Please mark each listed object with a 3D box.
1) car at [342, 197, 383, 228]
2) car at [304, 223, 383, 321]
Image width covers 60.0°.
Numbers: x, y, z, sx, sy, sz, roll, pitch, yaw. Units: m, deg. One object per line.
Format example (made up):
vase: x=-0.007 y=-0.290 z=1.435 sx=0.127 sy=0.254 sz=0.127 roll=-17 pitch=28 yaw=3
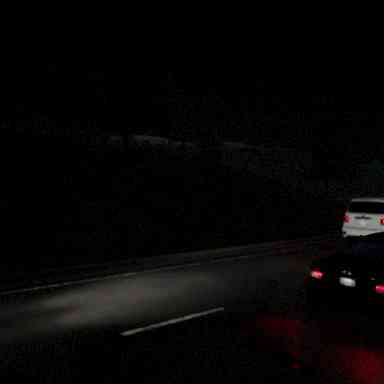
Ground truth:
car: x=8.643 y=1.233 z=14.041 sx=5.566 sy=2.045 sz=2.150 roll=0 pitch=0 yaw=-35
car: x=4.659 y=1.554 z=7.003 sx=5.357 sy=1.411 sz=2.033 roll=0 pitch=0 yaw=-35
